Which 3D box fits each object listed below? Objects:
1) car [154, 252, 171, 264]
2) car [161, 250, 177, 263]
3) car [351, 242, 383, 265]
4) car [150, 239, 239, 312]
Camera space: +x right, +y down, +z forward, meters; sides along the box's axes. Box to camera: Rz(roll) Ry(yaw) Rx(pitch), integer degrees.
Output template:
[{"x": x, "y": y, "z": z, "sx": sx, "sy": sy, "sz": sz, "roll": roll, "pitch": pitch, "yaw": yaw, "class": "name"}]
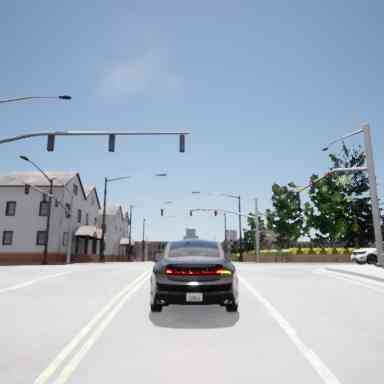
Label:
[{"x": -3.711, "y": 8.465, "z": 42.520, "sx": 1.812, "sy": 1.442, "sz": 4.674, "roll": 0, "pitch": -12, "yaw": 0, "class": "car"}, {"x": -3.736, "y": 10.536, "z": 54.037, "sx": 2.150, "sy": 2.045, "sz": 5.566, "roll": 0, "pitch": -12, "yaw": 0, "class": "car"}, {"x": 16.801, "y": 5.311, "z": 28.827, "sx": 5.566, "sy": 2.045, "sz": 2.150, "roll": 0, "pitch": -12, "yaw": 1, "class": "car"}, {"x": 0.047, "y": 1.984, "z": 8.587, "sx": 1.837, "sy": 1.490, "sz": 4.892, "roll": 0, "pitch": -7, "yaw": 0, "class": "car"}]
